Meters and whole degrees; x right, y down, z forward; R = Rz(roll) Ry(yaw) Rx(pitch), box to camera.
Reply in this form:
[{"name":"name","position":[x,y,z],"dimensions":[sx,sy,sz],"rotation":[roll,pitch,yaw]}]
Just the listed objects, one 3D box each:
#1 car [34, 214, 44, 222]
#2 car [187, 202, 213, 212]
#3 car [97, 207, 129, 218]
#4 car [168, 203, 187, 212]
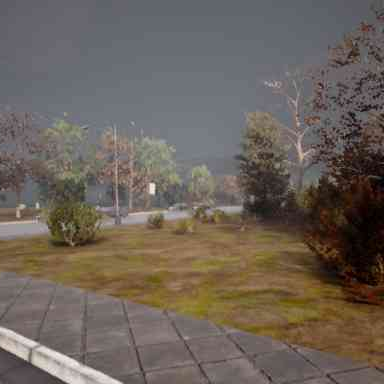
[{"name":"car","position":[-14.825,2.488,36.594],"dimensions":[2.128,1.511,4.902],"rotation":[-3,-2,33]},{"name":"car","position":[1.763,2.486,56.193],"dimensions":[2.128,1.511,4.902],"rotation":[-3,-2,32]},{"name":"car","position":[-9.599,2.405,38.291],"dimensions":[2.033,1.411,5.357],"rotation":[-3,-2,32]},{"name":"car","position":[-2.201,2.624,56.497],"dimensions":[2.128,1.511,4.902],"rotation":[-3,-2,33]}]
